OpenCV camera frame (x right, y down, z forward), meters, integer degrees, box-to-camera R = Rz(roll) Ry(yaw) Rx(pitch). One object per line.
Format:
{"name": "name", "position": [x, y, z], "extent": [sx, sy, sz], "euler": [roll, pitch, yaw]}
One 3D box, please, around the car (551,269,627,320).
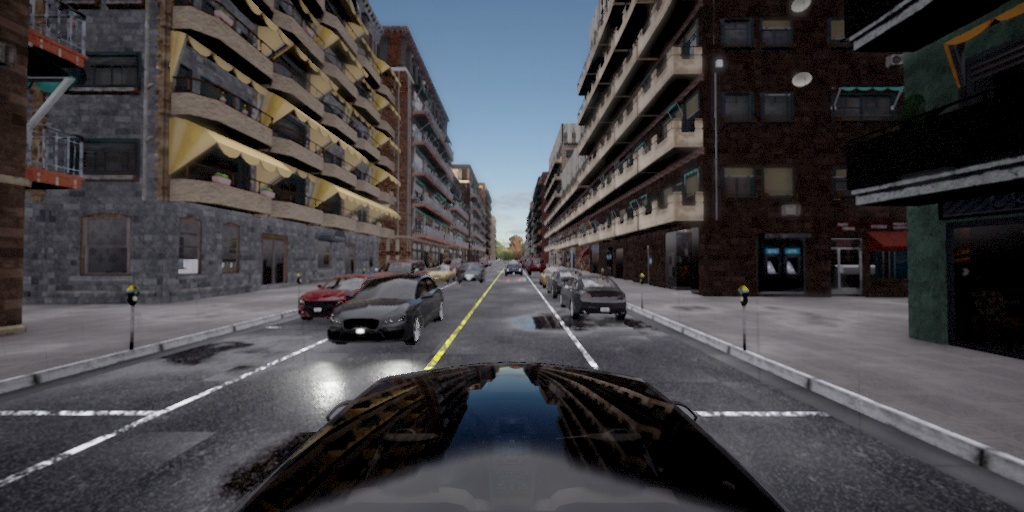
{"name": "car", "position": [2.717, 1.339, 12.652], "extent": [2.007, 1.370, 4.403], "euler": [0, 0, 0]}

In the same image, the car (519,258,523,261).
{"name": "car", "position": [0.208, 1.400, 48.428], "extent": [1.882, 1.535, 5.008], "euler": [0, 0, 0]}

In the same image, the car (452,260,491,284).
{"name": "car", "position": [-3.040, 1.336, 27.918], "extent": [2.128, 1.511, 4.902], "euler": [0, 0, 0]}

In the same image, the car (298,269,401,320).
{"name": "car", "position": [-5.664, 1.333, 12.705], "extent": [1.888, 1.381, 4.507], "euler": [0, 0, 0]}

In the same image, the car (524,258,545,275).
{"name": "car", "position": [2.781, 1.207, 40.491], "extent": [2.192, 1.841, 5.009], "euler": [0, 0, 0]}

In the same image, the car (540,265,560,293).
{"name": "car", "position": [2.730, 1.359, 18.220], "extent": [2.007, 1.370, 4.403], "euler": [0, 0, 0]}

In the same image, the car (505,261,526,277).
{"name": "car", "position": [0.187, 1.484, 38.272], "extent": [1.895, 1.301, 4.718], "euler": [0, 0, 0]}

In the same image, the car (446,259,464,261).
{"name": "car", "position": [-5.613, 1.185, 34.976], "extent": [2.192, 1.841, 5.009], "euler": [0, 0, 0]}

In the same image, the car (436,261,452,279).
{"name": "car", "position": [-5.626, 1.375, 29.238], "extent": [1.751, 1.417, 4.829], "euler": [0, 0, 0]}

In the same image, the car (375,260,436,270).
{"name": "car", "position": [-5.651, 1.123, 18.273], "extent": [2.192, 1.841, 5.009], "euler": [0, 0, 0]}

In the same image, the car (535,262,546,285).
{"name": "car", "position": [2.743, 1.355, 23.957], "extent": [1.751, 1.417, 4.829], "euler": [0, 0, 0]}

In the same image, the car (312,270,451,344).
{"name": "car", "position": [-3.079, 1.283, 9.718], "extent": [1.837, 1.490, 4.892], "euler": [0, 0, 0]}
